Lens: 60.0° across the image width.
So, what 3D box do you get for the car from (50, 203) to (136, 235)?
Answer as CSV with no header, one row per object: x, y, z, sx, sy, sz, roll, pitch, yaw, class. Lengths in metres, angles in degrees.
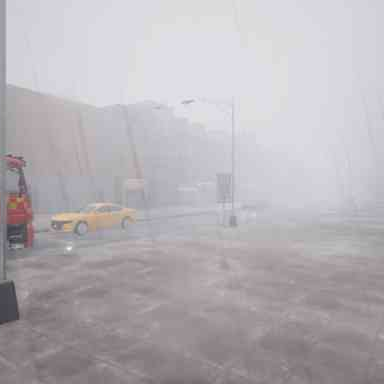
-5.287,1.379,18.376,1.882,1.535,5.008,0,1,35,car

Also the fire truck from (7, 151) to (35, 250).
-8.749,0.322,8.502,2.891,3.827,8.468,0,0,35,fire truck

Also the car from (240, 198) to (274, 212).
7.125,1.332,36.001,2.033,1.411,5.357,0,0,35,car
